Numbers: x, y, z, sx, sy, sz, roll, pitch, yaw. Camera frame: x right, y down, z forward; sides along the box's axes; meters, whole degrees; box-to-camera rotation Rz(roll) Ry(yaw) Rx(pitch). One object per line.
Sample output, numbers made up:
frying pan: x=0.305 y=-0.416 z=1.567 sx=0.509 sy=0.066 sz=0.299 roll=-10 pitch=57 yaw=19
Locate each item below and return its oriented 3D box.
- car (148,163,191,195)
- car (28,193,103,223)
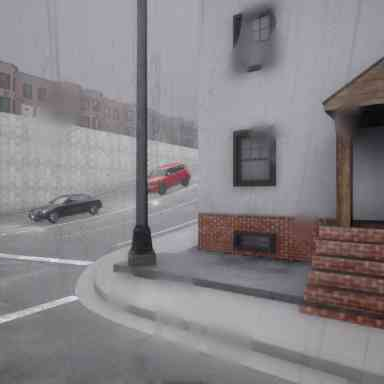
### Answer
car: x=-2.305 y=-1.187 z=28.661 sx=2.150 sy=2.045 sz=5.566 roll=0 pitch=13 yaw=34
car: x=-7.782 y=0.873 z=20.830 sx=1.812 sy=1.442 sz=4.674 roll=0 pitch=7 yaw=35
